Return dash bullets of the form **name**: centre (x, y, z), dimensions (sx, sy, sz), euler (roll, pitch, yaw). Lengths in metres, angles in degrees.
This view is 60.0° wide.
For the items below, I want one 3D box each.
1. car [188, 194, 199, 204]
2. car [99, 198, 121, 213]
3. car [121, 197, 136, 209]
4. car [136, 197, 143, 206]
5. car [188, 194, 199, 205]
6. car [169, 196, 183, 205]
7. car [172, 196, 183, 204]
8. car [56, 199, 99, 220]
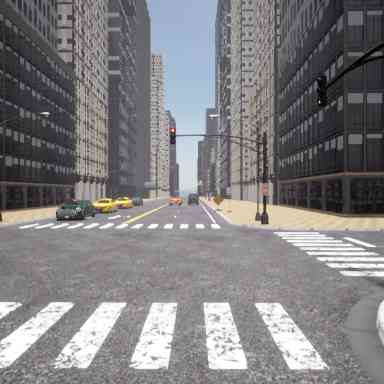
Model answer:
- **car**: centre (0.274, 1.361, 70.335), dimensions (2.150, 2.045, 5.566), euler (0, 0, 0)
- **car**: centre (-9.745, 1.516, 37.395), dimensions (1.882, 1.535, 5.008), euler (0, 0, 0)
- **car**: centre (-9.712, 1.538, 47.077), dimensions (1.882, 1.535, 5.008), euler (0, 0, 0)
- **car**: centre (-9.641, 1.640, 57.725), dimensions (2.033, 1.411, 5.357), euler (0, 0, 1)
- **car**: centre (0.272, 1.606, 60.127), dimensions (1.837, 1.490, 4.892), euler (0, 0, 0)
- **car**: centre (-2.978, 1.452, 59.916), dimensions (2.097, 1.767, 4.553), euler (0, 0, 0)
- **car**: centre (-2.978, 1.633, 70.104), dimensions (2.128, 1.511, 4.902), euler (0, 0, 0)
- **car**: centre (-9.769, 1.374, 28.208), dimensions (2.097, 1.767, 4.553), euler (0, 0, 0)
